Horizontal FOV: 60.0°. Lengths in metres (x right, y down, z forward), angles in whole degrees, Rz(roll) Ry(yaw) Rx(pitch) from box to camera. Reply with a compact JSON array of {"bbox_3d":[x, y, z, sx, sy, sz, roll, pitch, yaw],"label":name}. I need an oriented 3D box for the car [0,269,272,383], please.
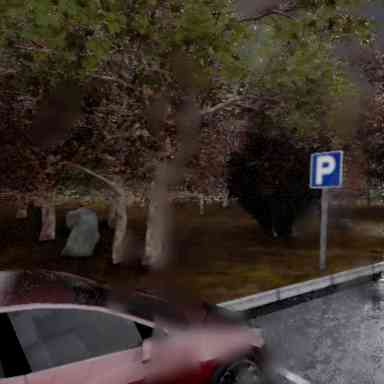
[{"bbox_3d":[-1.405,1.510,3.048,4.792,1.488,2.163,0,0,-33],"label":"car"}]
